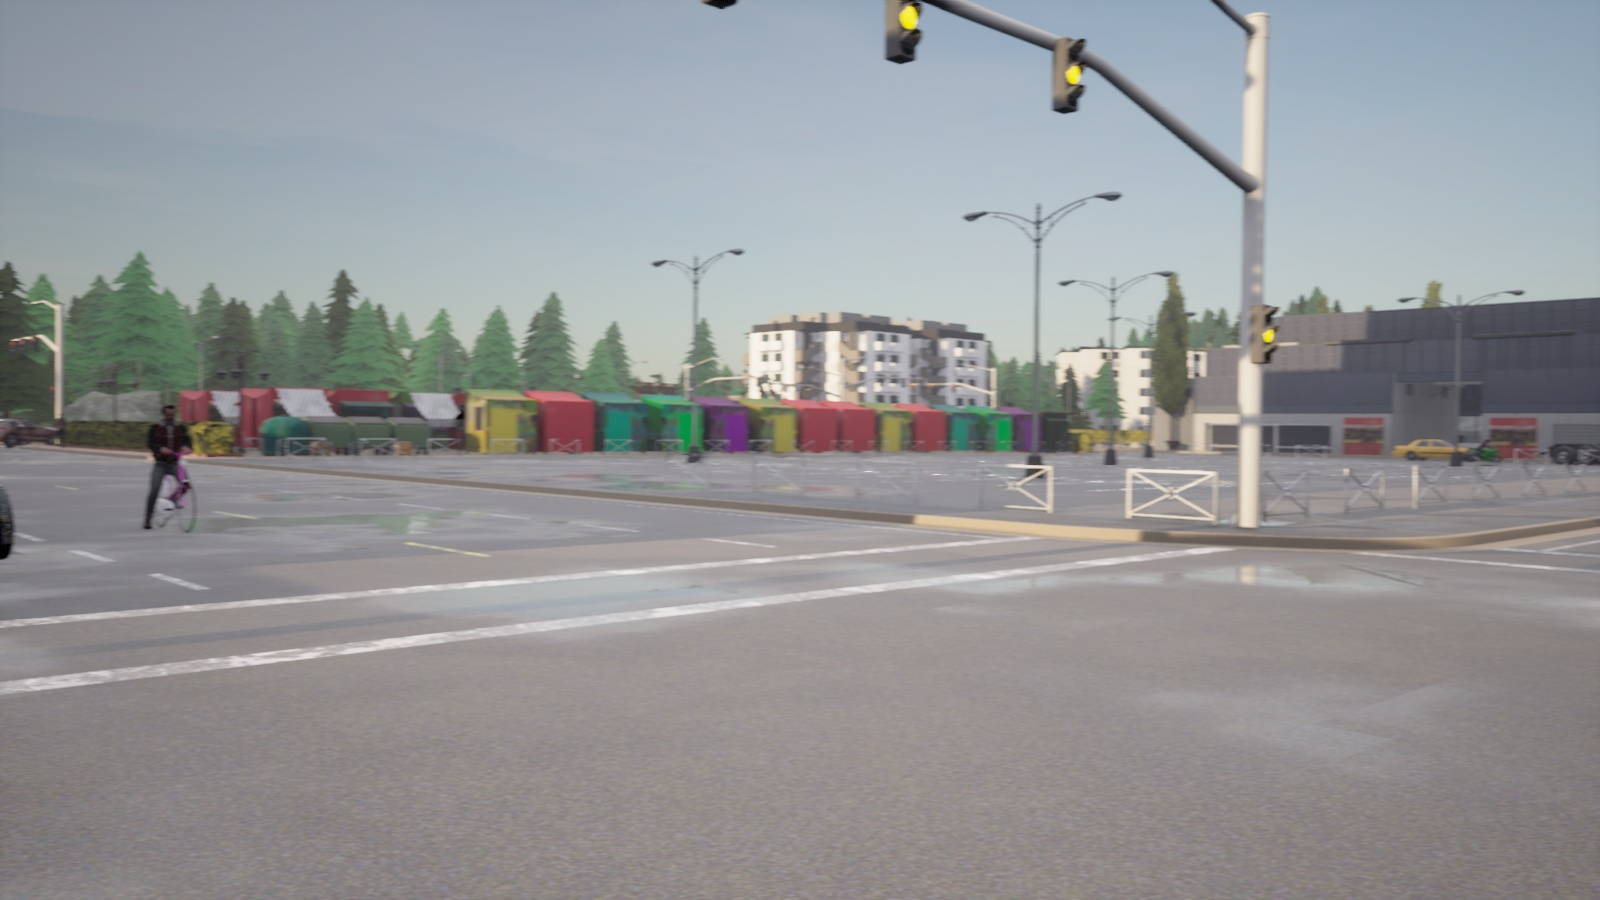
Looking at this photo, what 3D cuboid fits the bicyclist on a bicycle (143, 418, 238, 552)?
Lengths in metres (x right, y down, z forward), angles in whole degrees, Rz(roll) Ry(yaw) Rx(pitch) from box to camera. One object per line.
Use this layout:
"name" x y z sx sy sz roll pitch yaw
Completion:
"bicyclist on a bicycle" -8.541 0.457 17.566 0.659 1.776 1.843 -1 1 -43

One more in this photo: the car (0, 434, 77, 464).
"car" -44.361 -0.076 72.245 2.152 1.651 5.027 -1 0 8

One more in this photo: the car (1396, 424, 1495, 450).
"car" 41.365 -0.839 80.558 1.801 1.575 5.366 -1 1 -41

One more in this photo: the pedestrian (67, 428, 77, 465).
"pedestrian" -36.733 -0.182 63.349 0.331 1.846 0.634 -1 1 -40

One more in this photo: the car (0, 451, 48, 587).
"car" -10.084 0.718 14.086 1.994 1.385 4.181 -1 1 -43

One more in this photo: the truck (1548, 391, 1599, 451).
"truck" 48.193 -1.707 72.692 2.891 3.462 7.936 -1 1 -41

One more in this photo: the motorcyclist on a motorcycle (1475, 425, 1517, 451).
"motorcyclist on a motorcycle" 41.563 -0.714 74.992 0.797 1.523 2.044 -1 1 -41
